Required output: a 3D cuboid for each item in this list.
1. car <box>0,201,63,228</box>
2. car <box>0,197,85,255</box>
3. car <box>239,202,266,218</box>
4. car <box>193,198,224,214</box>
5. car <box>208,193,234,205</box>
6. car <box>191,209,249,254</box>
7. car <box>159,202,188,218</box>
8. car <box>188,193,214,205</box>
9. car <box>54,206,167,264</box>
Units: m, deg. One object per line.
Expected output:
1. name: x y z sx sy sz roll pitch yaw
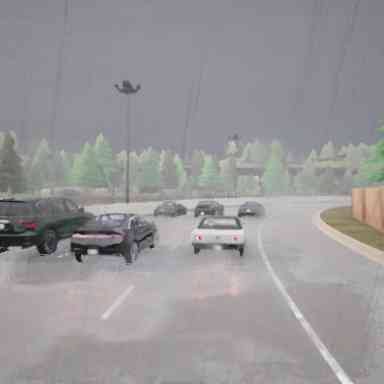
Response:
1. car: -11.348 1.466 23.031 2.128 1.511 4.902 0 0 14
2. car: -5.859 1.207 13.464 2.150 2.045 5.566 0 0 8
3. car: 5.455 1.554 30.075 1.994 1.385 4.181 0 0 19
4. car: 1.614 1.491 29.674 1.837 1.490 4.892 0 0 18
5. car: 5.321 1.195 60.116 2.150 2.045 5.566 0 0 36
6. car: 1.199 1.595 13.455 1.895 1.301 4.718 0 0 8
7. car: -1.864 1.546 30.234 1.994 1.385 4.181 0 0 18
8. car: 1.752 1.190 61.041 2.150 2.045 5.566 0 0 35
9. car: -2.521 1.482 11.836 2.128 1.511 4.902 0 0 7
